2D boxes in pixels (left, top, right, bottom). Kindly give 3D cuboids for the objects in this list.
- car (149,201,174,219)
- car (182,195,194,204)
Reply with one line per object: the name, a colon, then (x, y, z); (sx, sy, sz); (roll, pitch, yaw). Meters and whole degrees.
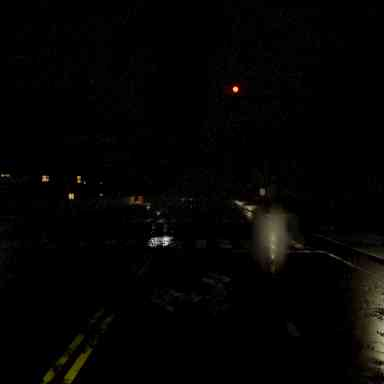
car: (-2.694, 1.532, 29.964); (2.128, 1.511, 4.902); (0, 0, 2)
car: (-0.810, 1.467, 65.017); (2.097, 1.767, 4.553); (0, 0, 4)
